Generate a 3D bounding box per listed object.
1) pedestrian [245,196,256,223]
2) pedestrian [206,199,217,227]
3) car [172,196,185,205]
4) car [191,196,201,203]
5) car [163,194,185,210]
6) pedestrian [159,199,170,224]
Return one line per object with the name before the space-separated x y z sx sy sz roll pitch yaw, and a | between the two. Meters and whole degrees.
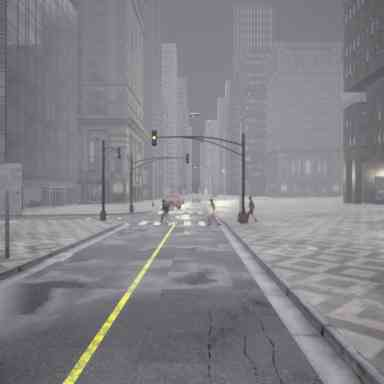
pedestrian | 3.879 1.146 22.141 0.375 1.860 0.375 0 0 1
pedestrian | 1.272 1.298 21.575 0.375 1.860 0.375 0 0 1
car | -2.312 1.510 59.138 2.128 1.511 4.902 0 0 1
car | 0.878 1.575 68.042 2.033 1.411 5.357 0 0 1
car | -2.518 1.233 44.242 2.150 2.045 5.566 0 0 2
pedestrian | -1.862 1.299 22.837 0.375 1.860 0.375 0 0 1
